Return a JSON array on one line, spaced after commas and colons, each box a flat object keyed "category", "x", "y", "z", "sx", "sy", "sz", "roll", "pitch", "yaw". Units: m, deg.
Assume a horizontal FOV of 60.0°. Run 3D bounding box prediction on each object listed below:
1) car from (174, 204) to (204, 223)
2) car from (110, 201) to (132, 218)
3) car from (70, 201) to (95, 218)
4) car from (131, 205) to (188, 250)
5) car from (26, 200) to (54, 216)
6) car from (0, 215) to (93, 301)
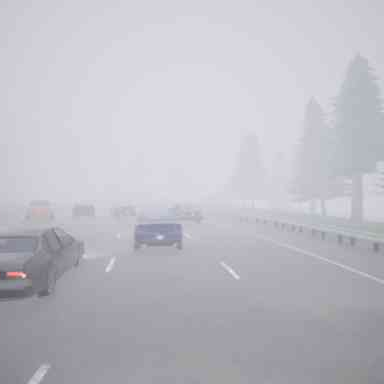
[{"category": "car", "x": -0.692, "y": 1.594, "z": 25.522, "sx": 2.033, "sy": 1.411, "sz": 5.357, "roll": 0, "pitch": 0, "yaw": -17}, {"category": "car", "x": -6.492, "y": 1.607, "z": 31.169, "sx": 1.812, "sy": 1.442, "sz": 4.674, "roll": 0, "pitch": 0, "yaw": -22}, {"category": "car", "x": -10.309, "y": 1.576, "z": 31.275, "sx": 1.882, "sy": 1.535, "sz": 5.008, "roll": 0, "pitch": 0, "yaw": -23}, {"category": "car", "x": -1.606, "y": 1.510, "z": 14.553, "sx": 1.882, "sy": 1.535, "sz": 5.008, "roll": 0, "pitch": 0, "yaw": -10}, {"category": "car", "x": -13.257, "y": 1.459, "z": 29.207, "sx": 2.097, "sy": 1.767, "sz": 4.553, "roll": 0, "pitch": 0, "yaw": -22}, {"category": "car", "x": -4.132, "y": 1.580, "z": 8.514, "sx": 2.033, "sy": 1.411, "sz": 5.357, "roll": 0, "pitch": 0, "yaw": -7}]
